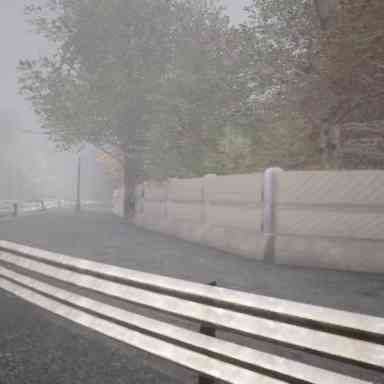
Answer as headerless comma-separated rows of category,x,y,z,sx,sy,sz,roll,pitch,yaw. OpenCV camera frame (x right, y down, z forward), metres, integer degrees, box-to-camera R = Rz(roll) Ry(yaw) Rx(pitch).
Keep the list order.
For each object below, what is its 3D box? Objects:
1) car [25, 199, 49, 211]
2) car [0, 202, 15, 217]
car,-21.529,1.718,46.366,2.097,1.767,4.553,1,-1,-10
car,-19.085,1.731,32.958,2.033,1.411,5.357,1,-1,-10
